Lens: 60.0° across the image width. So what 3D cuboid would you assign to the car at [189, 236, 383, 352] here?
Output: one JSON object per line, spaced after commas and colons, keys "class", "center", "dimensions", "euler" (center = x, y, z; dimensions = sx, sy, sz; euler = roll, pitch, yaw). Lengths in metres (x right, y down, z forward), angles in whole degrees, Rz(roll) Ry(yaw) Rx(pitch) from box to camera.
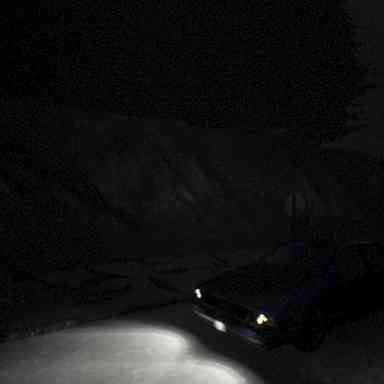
{"class": "car", "center": [2.574, 1.611, 6.441], "dimensions": [5.357, 1.411, 2.033], "euler": [1, 0, -35]}
